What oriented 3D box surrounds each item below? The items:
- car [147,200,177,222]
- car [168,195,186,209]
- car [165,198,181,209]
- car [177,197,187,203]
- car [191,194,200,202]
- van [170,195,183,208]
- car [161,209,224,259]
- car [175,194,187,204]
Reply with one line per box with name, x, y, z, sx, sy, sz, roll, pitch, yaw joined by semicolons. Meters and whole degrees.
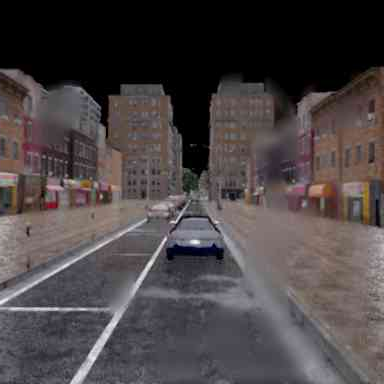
car;-2.423;1.582;25.736;1.802;1.307;4.206;1;0;1
car;-2.273;1.347;42.577;2.192;1.841;5.009;1;0;1
car;-2.373;1.559;31.349;2.008;1.369;4.403;1;0;1
car;-2.031;1.676;70.644;2.008;1.369;4.403;1;0;1
car;0.618;1.502;72.128;2.033;1.411;5.357;0;0;1
van;-2.224;1.388;48.190;1.690;1.788;3.998;1;0;1
car;0.111;1.570;12.611;1.994;1.385;4.181;0;0;0
car;-2.078;1.419;65.031;2.192;1.841;5.009;1;0;1
